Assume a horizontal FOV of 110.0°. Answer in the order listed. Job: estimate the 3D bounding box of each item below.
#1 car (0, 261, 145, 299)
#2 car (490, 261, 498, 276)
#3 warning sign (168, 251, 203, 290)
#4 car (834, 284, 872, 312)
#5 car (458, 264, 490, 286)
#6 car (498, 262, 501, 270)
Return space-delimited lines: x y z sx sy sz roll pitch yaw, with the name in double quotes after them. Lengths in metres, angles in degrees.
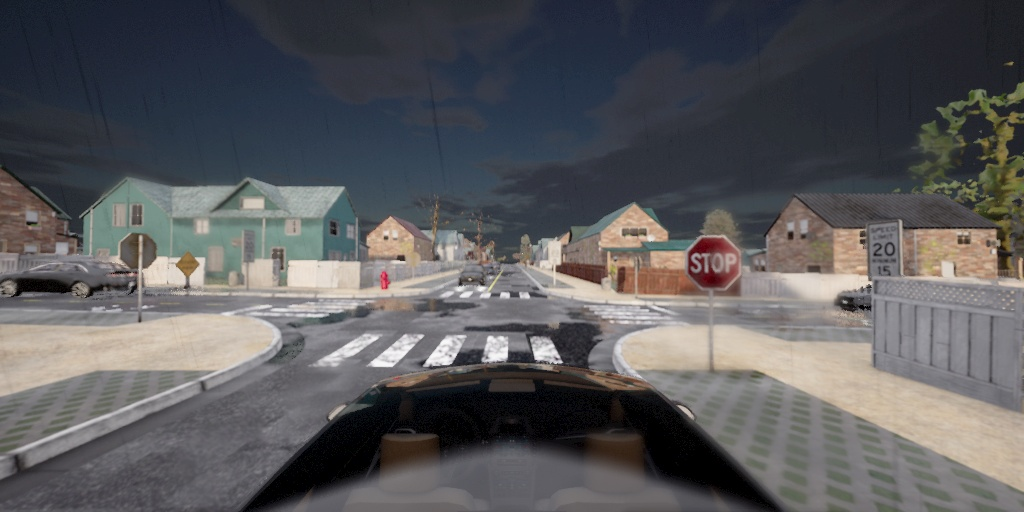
-18.431 0.958 15.066 4.902 1.511 2.128 1 -1 0 "car"
-2.954 1.572 40.783 1.994 1.385 4.181 0 0 0 "car"
-15.831 0.691 17.482 1.060 1.860 1.300 0 0 0 "warning sign"
16.495 1.755 15.153 4.892 1.490 1.837 1 -1 0 "car"
-2.918 1.411 27.250 1.837 1.490 4.892 0 0 0 "car"
-2.920 1.679 61.237 2.128 1.511 4.902 0 -1 0 "car"
